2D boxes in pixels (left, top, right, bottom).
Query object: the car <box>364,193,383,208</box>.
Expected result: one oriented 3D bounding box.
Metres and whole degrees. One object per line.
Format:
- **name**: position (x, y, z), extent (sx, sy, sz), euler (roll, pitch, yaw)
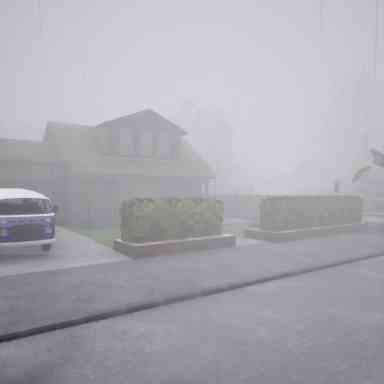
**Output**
- **car**: position (23.130, 0.985, 40.297), extent (3.866, 1.878, 1.905), euler (0, 0, 0)
